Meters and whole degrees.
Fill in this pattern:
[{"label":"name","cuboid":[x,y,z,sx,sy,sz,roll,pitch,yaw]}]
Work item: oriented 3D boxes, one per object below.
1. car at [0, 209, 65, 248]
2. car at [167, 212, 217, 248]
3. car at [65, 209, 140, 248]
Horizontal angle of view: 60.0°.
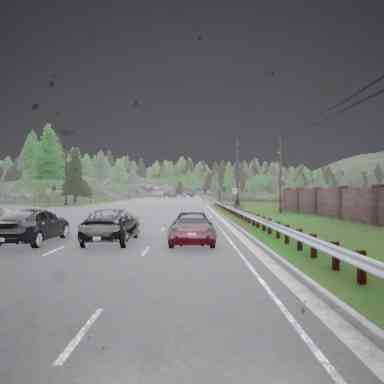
[{"label":"car","cuboid":[-7.000,1.513,14.650,1.837,1.490,4.892,0,0,0]},{"label":"car","cuboid":[0.000,1.569,14.650,1.994,1.385,4.181,0,0,0]},{"label":"car","cuboid":[-3.500,1.492,14.650,2.128,1.511,4.902,0,0,0]}]
